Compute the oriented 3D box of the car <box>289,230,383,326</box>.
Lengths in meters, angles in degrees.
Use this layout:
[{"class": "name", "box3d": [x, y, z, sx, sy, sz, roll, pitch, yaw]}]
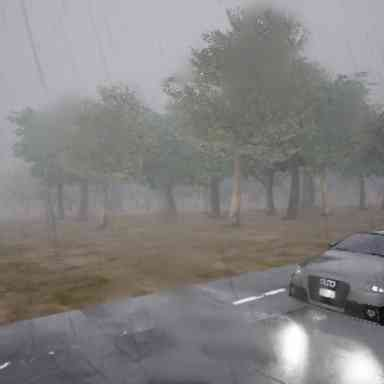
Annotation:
[{"class": "car", "box3d": [3.907, 1.512, 6.781, 4.181, 1.385, 1.994, -1, 0, -35]}]
